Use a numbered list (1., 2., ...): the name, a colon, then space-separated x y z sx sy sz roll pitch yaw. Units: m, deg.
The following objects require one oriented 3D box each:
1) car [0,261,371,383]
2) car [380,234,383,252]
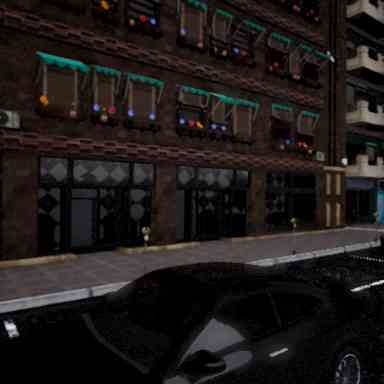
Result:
1. car: 0.020 1.541 3.384 4.674 1.442 1.812 0 0 -35
2. car: 9.154 1.676 13.048 4.313 1.339 1.947 0 0 -35
